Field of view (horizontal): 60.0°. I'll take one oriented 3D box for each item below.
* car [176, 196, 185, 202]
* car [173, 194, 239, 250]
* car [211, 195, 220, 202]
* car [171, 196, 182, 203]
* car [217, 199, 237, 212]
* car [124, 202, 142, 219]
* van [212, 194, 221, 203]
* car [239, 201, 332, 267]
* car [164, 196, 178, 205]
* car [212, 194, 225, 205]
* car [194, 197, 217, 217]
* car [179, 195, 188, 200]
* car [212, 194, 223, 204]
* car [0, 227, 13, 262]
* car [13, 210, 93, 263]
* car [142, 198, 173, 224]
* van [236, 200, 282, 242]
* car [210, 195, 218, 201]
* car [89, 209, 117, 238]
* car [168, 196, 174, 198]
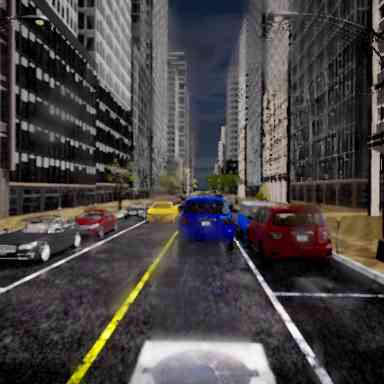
[{"bbox_3d":[-2.739,1.567,79.854,1.947,1.339,4.313,0,0,2],"label":"car"},{"bbox_3d":[0.611,1.231,14.592,2.150,2.045,5.566,0,0,2],"label":"car"},{"bbox_3d":[5.635,1.496,79.539,1.967,1.590,4.097,0,0,2],"label":"car"},{"bbox_3d":[-3.172,1.522,68.325,1.752,1.417,4.829,0,0,2],"label":"car"},{"bbox_3d":[4.141,1.589,39.781,2.008,1.369,4.403,0,0,2],"label":"car"},{"bbox_3d":[-4.660,1.529,28.737,2.008,1.369,4.403,0,0,2],"label":"car"},{"bbox_3d":[5.421,1.395,73.859,1.690,1.788,3.998,0,0,2],"label":"van"},{"bbox_3d":[3.073,1.339,11.383,2.192,1.841,5.009,0,0,2],"label":"car"},{"bbox_3d":[-3.593,1.432,57.135,1.967,1.590,4.097,0,0,2],"label":"car"},{"bbox_3d":[4.994,1.364,62.500,2.192,1.841,5.009,0,0,2],"label":"car"},{"bbox_3d":[1.280,1.370,32.370,2.097,1.767,4.553,0,0,2],"label":"car"},{"bbox_3d":[-2.312,1.556,91.213,2.008,1.369,4.403,0,0,2],"label":"car"},{"bbox_3d":[5.208,1.367,68.180,2.192,1.841,5.009,0,0,2],"label":"car"},{"bbox_3d":[-5.514,1.511,6.018,1.887,1.381,4.507,0,0,2],"label":"car"},{"bbox_3d":[-5.301,1.520,11.698,2.008,1.369,4.403,0,0,2],"label":"car"},{"bbox_3d":[-2.183,1.471,25.134,1.882,1.535,5.008,0,0,2],"label":"car"},{"bbox_3d":[3.287,1.368,17.063,1.690,1.788,3.998,0,0,2],"label":"van"},{"bbox_3d":[6.062,1.500,90.898,1.967,1.590,4.097,0,0,2],"label":"car"},{"bbox_3d":[-5.087,1.554,17.377,1.802,1.307,4.206,0,0,2],"label":"car"},{"bbox_3d":[-3.806,1.571,51.455,1.802,1.307,4.206,0,0,2],"label":"car"}]
